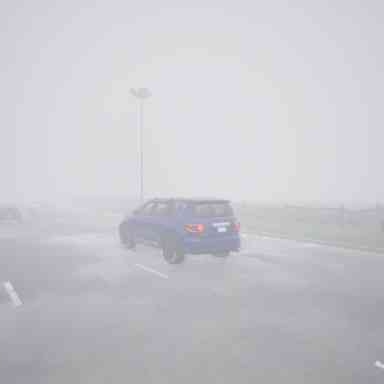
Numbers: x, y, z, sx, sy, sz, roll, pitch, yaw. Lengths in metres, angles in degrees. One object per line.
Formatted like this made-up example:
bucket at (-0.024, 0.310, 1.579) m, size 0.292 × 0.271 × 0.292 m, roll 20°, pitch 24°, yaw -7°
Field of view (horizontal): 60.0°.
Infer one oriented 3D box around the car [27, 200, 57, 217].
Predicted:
car at (-13.920, 1.460, 30.836) m, size 1.812 × 1.442 × 4.674 m, roll 0°, pitch 0°, yaw -35°

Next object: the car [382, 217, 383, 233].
car at (11.200, 1.178, 16.494) m, size 3.866 × 1.878 × 1.905 m, roll 0°, pitch 0°, yaw -35°

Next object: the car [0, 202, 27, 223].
car at (-13.740, 1.474, 24.485) m, size 1.812 × 1.442 × 4.674 m, roll 0°, pitch 0°, yaw -35°

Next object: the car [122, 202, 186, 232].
car at (-2.528, 1.461, 20.708) m, size 1.837 × 1.490 × 4.892 m, roll 0°, pitch 0°, yaw -35°

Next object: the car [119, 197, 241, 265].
car at (-0.662, 1.196, 11.948) m, size 2.150 × 2.045 × 5.566 m, roll 0°, pitch 0°, yaw -35°
